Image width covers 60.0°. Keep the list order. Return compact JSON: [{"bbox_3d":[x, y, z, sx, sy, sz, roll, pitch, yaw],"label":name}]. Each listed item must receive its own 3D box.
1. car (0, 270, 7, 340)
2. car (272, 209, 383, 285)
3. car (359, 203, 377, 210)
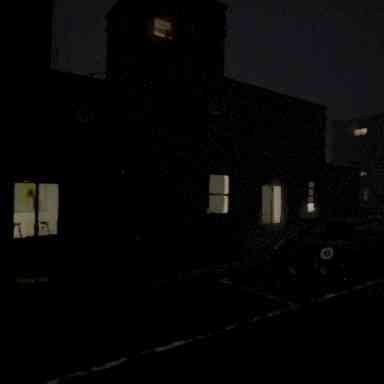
[{"bbox_3d":[-4.629,1.310,3.235,5.009,1.841,2.192,0,1,-35],"label":"car"},{"bbox_3d":[4.174,1.465,9.518,4.097,1.590,1.967,0,1,-35],"label":"car"},{"bbox_3d":[17.479,1.710,35.750,1.887,1.381,4.507,1,-1,-35],"label":"car"}]
